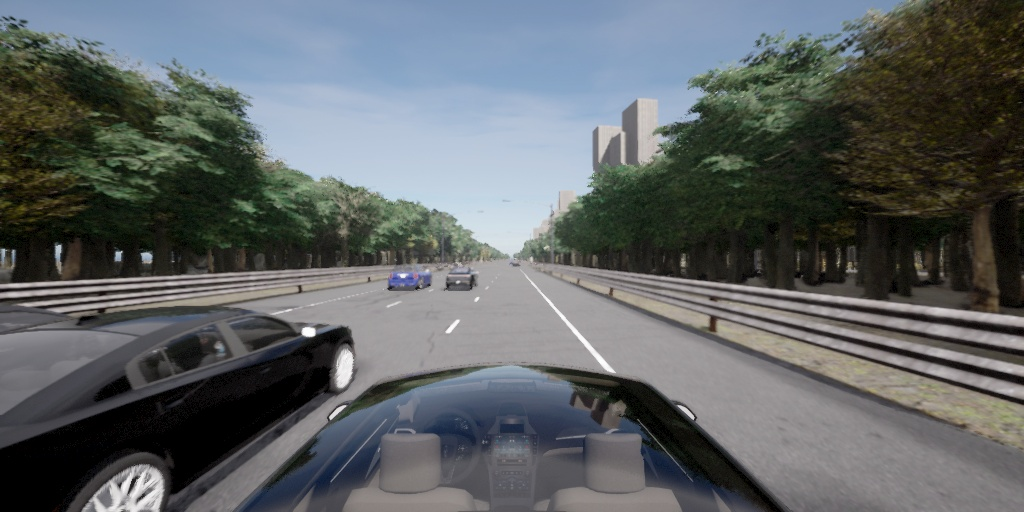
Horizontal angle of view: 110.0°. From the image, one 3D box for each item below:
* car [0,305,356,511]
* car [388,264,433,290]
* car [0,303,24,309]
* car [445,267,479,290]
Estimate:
[{"bbox_3d":[-3.415,1.248,3.720,1.882,1.535,5.008,0,0,0],"label":"car"},{"bbox_3d":[-6.908,1.349,24.862,2.097,1.767,4.553,0,-1,0],"label":"car"},{"bbox_3d":[-6.913,1.304,4.513,1.812,1.442,4.674,0,0,0],"label":"car"},{"bbox_3d":[-3.407,1.491,25.100,2.128,1.511,4.902,0,-1,0],"label":"car"}]
